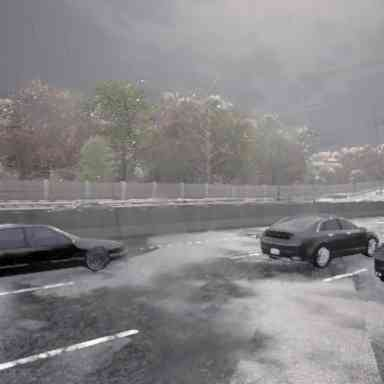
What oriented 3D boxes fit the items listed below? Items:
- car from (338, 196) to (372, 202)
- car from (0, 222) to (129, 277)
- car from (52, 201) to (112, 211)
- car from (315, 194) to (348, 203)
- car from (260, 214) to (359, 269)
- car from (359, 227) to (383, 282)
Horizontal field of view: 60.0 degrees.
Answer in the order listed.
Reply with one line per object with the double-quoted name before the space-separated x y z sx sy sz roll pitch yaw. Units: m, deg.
"car" 20.027 1.510 39.654 4.902 1.511 2.128 0 0 -35
"car" -4.527 1.547 9.118 5.357 1.411 2.033 0 0 -36
"car" -9.030 1.490 27.641 4.902 1.511 2.128 0 0 -35
"car" 18.051 1.241 42.543 5.566 2.045 2.150 0 0 -36
"car" 4.415 1.503 11.193 4.892 1.490 1.837 0 0 -36
"car" 6.444 1.503 8.345 4.892 1.490 1.837 0 0 -36
